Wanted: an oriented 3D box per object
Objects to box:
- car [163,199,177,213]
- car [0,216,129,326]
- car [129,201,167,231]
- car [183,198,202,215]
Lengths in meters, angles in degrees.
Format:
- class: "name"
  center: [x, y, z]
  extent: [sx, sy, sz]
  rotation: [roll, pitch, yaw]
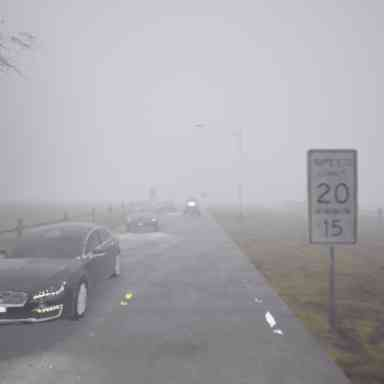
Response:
- class: "car"
  center: [-2.740, 1.579, 38.494]
  extent: [1.812, 1.442, 4.674]
  rotation: [0, 0, 0]
- class: "car"
  center: [-2.847, 1.506, 7.377]
  extent: [1.837, 1.490, 4.892]
  rotation: [0, 0, 0]
- class: "car"
  center: [-2.837, 1.540, 20.703]
  extent: [1.812, 1.442, 4.674]
  rotation: [0, 0, 0]
- class: "car"
  center: [0.012, 1.590, 33.833]
  extent: [2.033, 1.411, 5.357]
  rotation: [0, 0, 0]
